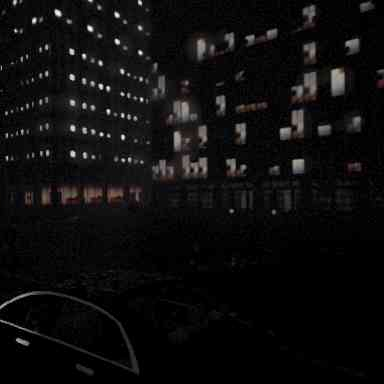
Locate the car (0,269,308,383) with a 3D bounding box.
[{"bbox_3d":[-1.054,1.552,3.642,4.403,1.369,2.008,0,-1,36],"label":"car"}]
